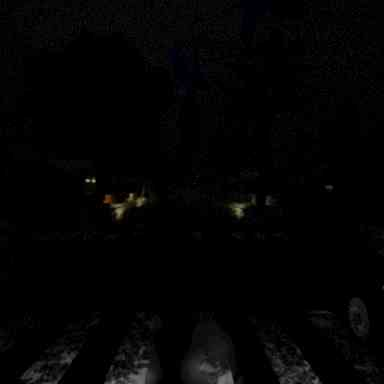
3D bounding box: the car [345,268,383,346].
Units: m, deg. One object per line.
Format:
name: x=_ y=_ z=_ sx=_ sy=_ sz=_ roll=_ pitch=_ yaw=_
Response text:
car: x=3.346 y=1.473 z=3.398 sx=2.128 sy=1.511 sz=4.902 roll=0 pitch=0 yaw=0
